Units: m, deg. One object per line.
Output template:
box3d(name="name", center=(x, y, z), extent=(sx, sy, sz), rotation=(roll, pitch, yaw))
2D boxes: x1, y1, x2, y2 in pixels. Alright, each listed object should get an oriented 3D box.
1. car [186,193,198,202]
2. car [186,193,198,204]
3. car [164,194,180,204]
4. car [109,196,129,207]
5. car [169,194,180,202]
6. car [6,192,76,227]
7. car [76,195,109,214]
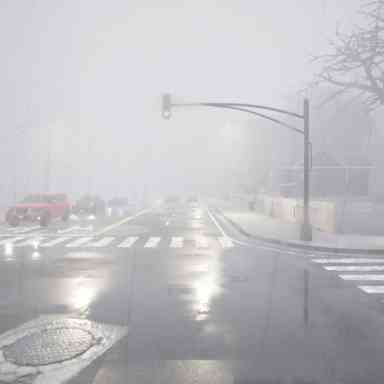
box3d(name="car", center=(-0.011, 0.964, 62.642), extent=(2.128, 1.511, 4.902), rotation=(0, 0, 0))
box3d(name="car", center=(-0.009, 1.083, 52.639), extent=(1.812, 1.442, 4.674), rotation=(0, 1, 0))
box3d(name="car", center=(-3.259, 1.158, 52.669), extent=(1.895, 1.301, 4.718), rotation=(0, 0, 0))
box3d(name="car", center=(-9.845, 1.233, 44.491), extent=(1.895, 1.301, 4.718), rotation=(0, 1, 0))
box3d(name="car", center=(-3.261, 1.037, 62.642), extent=(1.994, 1.385, 4.181), rotation=(0, 0, 0))
box3d(name="car", center=(-9.854, 1.063, 21.932), extent=(2.150, 2.045, 5.566), rotation=(0, 1, 0))
box3d(name="car", center=(-9.846, 1.101, 31.870), extent=(2.097, 1.767, 4.553), rotation=(0, 0, 0))
